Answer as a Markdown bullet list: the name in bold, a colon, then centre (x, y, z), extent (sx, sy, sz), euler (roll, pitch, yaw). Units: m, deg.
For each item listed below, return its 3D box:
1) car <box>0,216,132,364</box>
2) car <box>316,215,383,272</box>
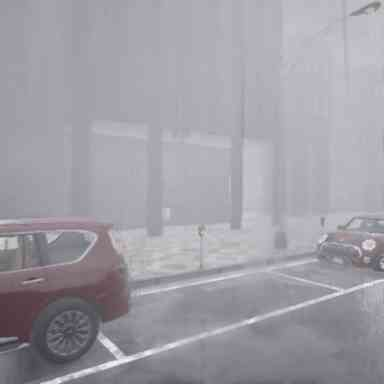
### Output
- **car**: centre (-3.239, 1.314, 4.336), extent (5.009, 1.841, 2.192), euler (0, 0, -36)
- **car**: centre (5.892, 1.487, 10.855), extent (4.097, 1.590, 1.967), euler (0, 0, -36)
